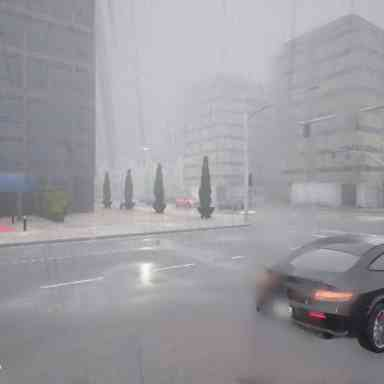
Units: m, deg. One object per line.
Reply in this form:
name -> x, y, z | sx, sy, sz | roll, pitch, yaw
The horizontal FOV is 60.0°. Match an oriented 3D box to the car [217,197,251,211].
car -> 4.885, 1.564, 39.858 | 1.994, 1.385, 4.181 | 0, 0, -35

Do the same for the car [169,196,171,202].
car -> -5.218, 1.504, 66.784 | 1.837, 1.490, 4.892 | 0, 0, -35

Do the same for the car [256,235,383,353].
car -> 3.190, 1.526, 6.098 | 4.674, 1.442, 1.812 | 0, 0, -35

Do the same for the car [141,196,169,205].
car -> -6.196, 1.564, 55.671 | 1.994, 1.385, 4.181 | 0, 0, -35

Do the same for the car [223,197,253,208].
car -> 6.797, 1.526, 49.660 | 1.812, 1.442, 4.674 | 0, 0, -35

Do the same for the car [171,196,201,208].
car -> -0.500, 1.352, 47.535 | 2.097, 1.767, 4.553 | 0, 0, -35

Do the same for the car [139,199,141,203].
car -> -8.767, 1.564, 65.750 | 1.994, 1.385, 4.181 | 0, 0, -35
